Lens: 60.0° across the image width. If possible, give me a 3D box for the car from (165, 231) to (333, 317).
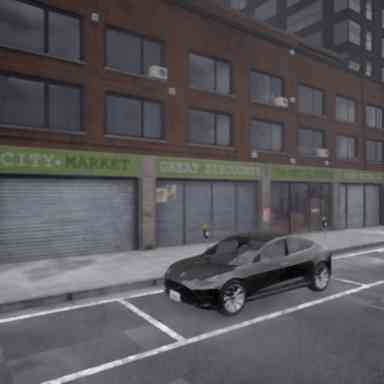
[{"bbox_3d":[1.455,1.615,7.581,4.313,1.339,1.947,1,-1,-36],"label":"car"}]
